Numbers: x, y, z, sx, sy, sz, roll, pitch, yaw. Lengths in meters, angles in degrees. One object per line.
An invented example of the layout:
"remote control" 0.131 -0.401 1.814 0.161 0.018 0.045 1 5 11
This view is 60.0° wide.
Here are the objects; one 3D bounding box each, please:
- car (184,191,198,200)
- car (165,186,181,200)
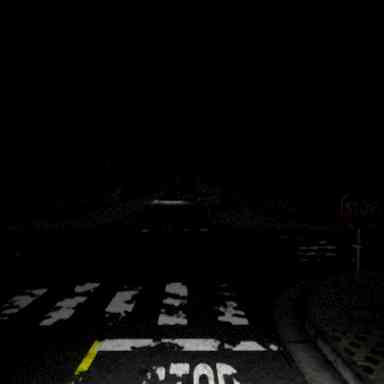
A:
"car" -0.113 0.496 50.445 1.994 1.385 4.181 0 2 0
"car" -2.864 0.150 50.554 2.150 2.045 5.566 0 2 0
